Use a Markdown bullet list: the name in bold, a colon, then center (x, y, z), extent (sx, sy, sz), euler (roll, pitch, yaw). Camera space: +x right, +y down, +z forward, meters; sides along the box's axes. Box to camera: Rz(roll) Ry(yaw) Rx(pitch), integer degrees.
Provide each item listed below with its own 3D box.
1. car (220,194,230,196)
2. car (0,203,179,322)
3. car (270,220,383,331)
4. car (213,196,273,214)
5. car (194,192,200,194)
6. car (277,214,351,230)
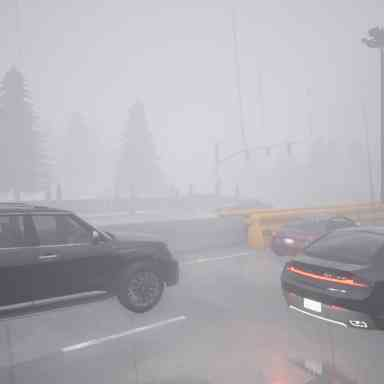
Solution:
- **car**: center (4.953, 1.060, 49.785), extent (1.812, 1.442, 4.674), euler (-1, 1, -35)
- **car**: center (-2.922, 1.217, 5.961), extent (5.566, 2.045, 2.150), euler (0, 0, -36)
- **car**: center (3.798, 1.435, 6.456), extent (4.892, 1.490, 1.837), euler (-1, 1, -35)
- **car**: center (4.384, 1.279, 28.206), extent (5.357, 1.411, 2.033), euler (-1, 1, -31)
- **car**: center (1.044, 0.836, 76.658), extent (2.128, 1.511, 4.902), euler (-1, 1, 3)
- **car**: center (4.610, 1.441, 11.324), extent (4.181, 1.385, 1.994), euler (-1, 1, -35)
